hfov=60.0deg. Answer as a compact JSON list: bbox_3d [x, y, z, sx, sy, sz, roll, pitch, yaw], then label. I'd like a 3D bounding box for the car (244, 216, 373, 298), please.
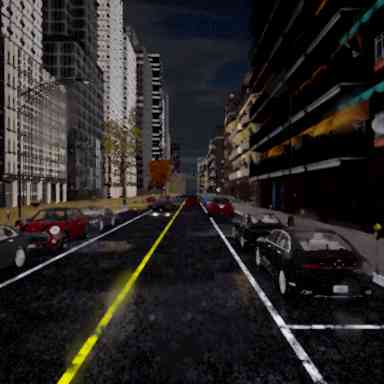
[{"bbox_3d":[2.694,1.512,8.202,2.008,1.369,4.403,0,0,0],"label":"car"}]

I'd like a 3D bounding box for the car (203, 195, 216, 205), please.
[{"bbox_3d":[2.713,1.218,52.462,1.967,1.590,4.097,0,0,0],"label":"car"}]

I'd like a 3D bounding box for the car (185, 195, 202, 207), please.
[{"bbox_3d":[0.033,1.272,48.177,1.882,1.535,5.008,0,0,0],"label":"car"}]

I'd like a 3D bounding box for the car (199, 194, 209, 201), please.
[{"bbox_3d":[2.723,1.250,74.593,2.008,1.369,4.403,0,0,0],"label":"car"}]

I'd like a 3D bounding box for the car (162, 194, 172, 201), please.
[{"bbox_3d":[-5.657,1.244,74.597,1.887,1.381,4.507,0,0,0],"label":"car"}]

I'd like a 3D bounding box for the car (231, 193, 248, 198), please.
[{"bbox_3d":[13.468,0.980,93.994,4.403,1.369,2.008,-1,1,-1],"label":"car"}]

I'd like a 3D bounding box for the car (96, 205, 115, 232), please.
[{"bbox_3d":[-5.682,1.463,19.271,2.008,1.369,4.403,0,0,0],"label":"car"}]

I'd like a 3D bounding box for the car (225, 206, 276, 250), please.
[{"bbox_3d":[2.696,1.487,13.735,2.008,1.369,4.403,0,0,0],"label":"car"}]

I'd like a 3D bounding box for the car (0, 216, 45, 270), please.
[{"bbox_3d":[-5.687,1.513,8.206,2.008,1.369,4.403,0,0,0],"label":"car"}]

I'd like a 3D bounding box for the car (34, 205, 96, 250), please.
[{"bbox_3d":[-5.684,1.377,13.739,1.967,1.590,4.097,0,0,0],"label":"car"}]

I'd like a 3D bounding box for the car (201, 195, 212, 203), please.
[{"bbox_3d":[2.718,1.288,63.527,2.008,1.369,4.403,0,0,0],"label":"car"}]

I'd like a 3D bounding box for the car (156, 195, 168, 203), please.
[{"bbox_3d":[-5.662,1.264,63.362,1.752,1.417,4.829,0,0,0],"label":"car"}]

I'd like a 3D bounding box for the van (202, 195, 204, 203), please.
[{"bbox_3d":[2.710,1.140,46.929,1.690,1.788,3.998,0,0,0],"label":"van"}]

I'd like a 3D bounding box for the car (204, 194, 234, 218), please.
[{"bbox_3d":[2.401,1.222,28.970,2.097,1.767,4.553,0,0,0],"label":"car"}]

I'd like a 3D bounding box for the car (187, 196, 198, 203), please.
[{"bbox_3d":[0.028,1.348,60.825,1.895,1.301,4.718,0,0,0],"label":"car"}]

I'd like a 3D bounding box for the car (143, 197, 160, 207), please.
[{"bbox_3d":[-5.670,1.381,46.935,1.802,1.307,4.206,0,0,0],"label":"car"}]

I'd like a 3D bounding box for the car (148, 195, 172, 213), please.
[{"bbox_3d":[-3.079,1.390,35.599,2.033,1.411,5.357,0,0,0],"label":"car"}]

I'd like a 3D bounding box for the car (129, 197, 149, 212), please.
[{"bbox_3d":[-5.675,1.368,35.698,1.752,1.417,4.829,0,0,0],"label":"car"}]
